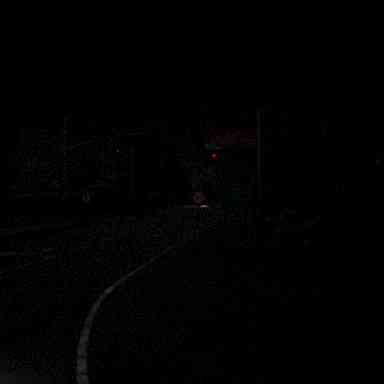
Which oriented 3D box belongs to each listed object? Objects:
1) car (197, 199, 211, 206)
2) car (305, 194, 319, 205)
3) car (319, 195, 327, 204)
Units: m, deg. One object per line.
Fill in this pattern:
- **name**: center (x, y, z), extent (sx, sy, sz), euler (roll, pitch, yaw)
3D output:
- **car**: center (2.206, 1.973, 62.482), extent (1.994, 1.385, 4.181), euler (-1, -1, 14)
- **car**: center (28.117, 1.419, 78.813), extent (1.905, 1.878, 3.866), euler (-1, 0, 9)
- **car**: center (32.673, 1.453, 86.021), extent (1.932, 1.855, 4.605), euler (-1, 0, 9)
